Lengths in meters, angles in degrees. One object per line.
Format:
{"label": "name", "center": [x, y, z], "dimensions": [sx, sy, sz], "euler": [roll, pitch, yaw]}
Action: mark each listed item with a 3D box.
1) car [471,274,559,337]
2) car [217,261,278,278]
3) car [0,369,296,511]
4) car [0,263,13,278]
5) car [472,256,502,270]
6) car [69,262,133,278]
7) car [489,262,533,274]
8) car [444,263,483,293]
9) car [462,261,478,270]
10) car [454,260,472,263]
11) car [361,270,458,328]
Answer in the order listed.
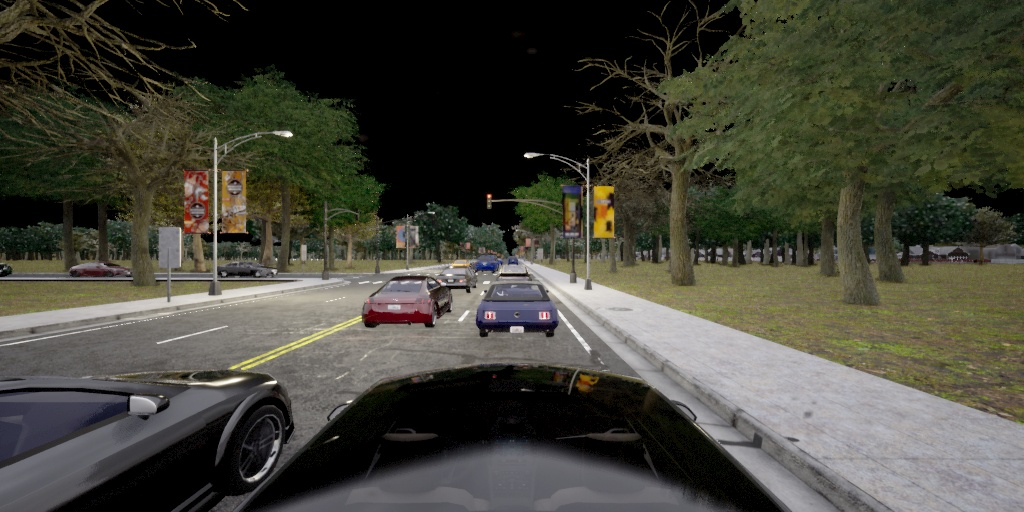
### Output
{"label": "car", "center": [0.123, 1.351, 10.190], "dimensions": [1.895, 1.301, 4.718], "euler": [0, 0, 0]}
{"label": "car", "center": [-23.301, 1.223, 31.552], "dimensions": [4.902, 1.511, 2.128], "euler": [0, 0, 0]}
{"label": "car", "center": [-3.152, 1.314, 1.862], "dimensions": [1.994, 1.385, 4.181], "euler": [0, 0, 0]}
{"label": "car", "center": [-47.921, 0.922, 31.665], "dimensions": [5.566, 2.045, 2.150], "euler": [1, 0, 1]}
{"label": "car", "center": [-2.811, 0.983, 41.315], "dimensions": [2.150, 2.045, 5.566], "euler": [1, 0, 4]}
{"label": "car", "center": [-36.049, 1.243, 31.599], "dimensions": [4.674, 1.442, 1.812], "euler": [0, 0, 0]}
{"label": "car", "center": [0.129, 1.244, 19.444], "dimensions": [2.128, 1.511, 4.902], "euler": [0, 0, 1]}
{"label": "car", "center": [-3.098, 1.300, 20.667], "dimensions": [2.033, 1.411, 5.357], "euler": [0, 0, 0]}
{"label": "car", "center": [-6.435, 1.372, 54.872], "dimensions": [1.895, 1.301, 4.718], "euler": [0, 0, 0]}
{"label": "car", "center": [-6.474, 1.241, 45.465], "dimensions": [1.882, 1.535, 5.008], "euler": [0, 0, 0]}
{"label": "car", "center": [-3.117, 1.315, 11.426], "dimensions": [1.994, 1.385, 4.181], "euler": [0, 0, -1]}
